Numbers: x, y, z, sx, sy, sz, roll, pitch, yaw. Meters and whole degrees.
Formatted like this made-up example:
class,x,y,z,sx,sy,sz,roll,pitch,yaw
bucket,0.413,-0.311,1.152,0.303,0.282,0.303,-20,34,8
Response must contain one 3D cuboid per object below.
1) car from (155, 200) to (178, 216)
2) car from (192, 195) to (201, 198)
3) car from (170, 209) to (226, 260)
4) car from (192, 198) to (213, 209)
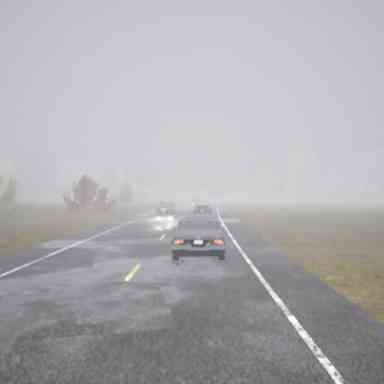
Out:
class,x,y,z,sx,sy,sz,roll,pitch,yaw
car,-2.583,1.580,34.200,2.128,1.511,4.902,0,0,3
car,1.076,1.526,74.715,1.837,1.490,4.892,0,0,7
car,0.258,1.580,12.627,2.033,1.411,5.357,0,0,1
car,1.097,1.613,33.899,1.812,1.442,4.674,0,0,3
